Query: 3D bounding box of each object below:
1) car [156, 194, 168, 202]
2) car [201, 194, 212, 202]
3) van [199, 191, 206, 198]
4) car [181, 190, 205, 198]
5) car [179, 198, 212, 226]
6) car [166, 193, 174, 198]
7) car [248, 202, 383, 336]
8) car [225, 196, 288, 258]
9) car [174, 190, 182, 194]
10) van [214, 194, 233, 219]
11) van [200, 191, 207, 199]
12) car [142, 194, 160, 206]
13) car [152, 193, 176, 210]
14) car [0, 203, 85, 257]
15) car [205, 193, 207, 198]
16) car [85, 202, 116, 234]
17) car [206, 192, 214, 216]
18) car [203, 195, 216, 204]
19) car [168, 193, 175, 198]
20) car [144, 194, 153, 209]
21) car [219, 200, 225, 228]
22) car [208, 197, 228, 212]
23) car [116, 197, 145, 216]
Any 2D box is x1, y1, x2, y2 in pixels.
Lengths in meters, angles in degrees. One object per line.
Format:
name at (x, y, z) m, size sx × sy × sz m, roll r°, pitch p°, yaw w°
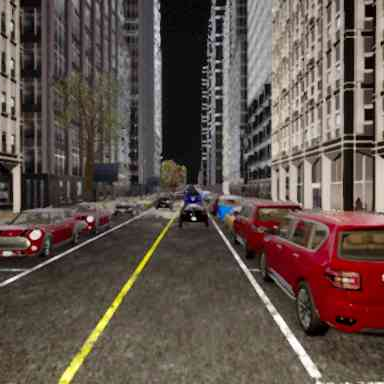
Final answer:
car at (-5.661, 1.093, 63.538) m, size 1.947 × 1.339 × 4.313 m, roll 0°, pitch 0°, yaw 0°
car at (2.720, 1.072, 63.532) m, size 1.887 × 1.381 × 4.507 m, roll 0°, pitch 0°, yaw 0°
van at (2.731, 0.670, 86.324) m, size 1.690 × 1.788 × 3.998 m, roll 0°, pitch 1°, yaw 0°
car at (0.118, 0.934, 40.713) m, size 2.150 × 2.045 × 5.566 m, roll 0°, pitch 0°, yaw 0°
car at (0.110, 1.376, 21.847) m, size 1.812 × 1.442 × 4.674 m, roll 0°, pitch 1°, yaw 0°
car at (-5.650, 0.874, 86.331) m, size 1.887 × 1.381 × 4.507 m, roll 0°, pitch 0°, yaw 0°
car at (2.689, 1.271, 6.547) m, size 2.192 × 1.841 × 5.009 m, roll 0°, pitch 0°, yaw 0°
car at (2.692, 1.232, 12.245) m, size 2.192 × 1.841 × 5.009 m, roll 0°, pitch 0°, yaw 0°
car at (-2.963, 0.313, 78.240) m, size 2.150 × 2.045 × 5.566 m, roll 0°, pitch 0°, yaw 0°
van at (2.698, 1.179, 23.641) m, size 1.690 × 1.788 × 3.998 m, roll 0°, pitch 0°, yaw 0°
van at (2.728, 0.720, 80.625) m, size 1.690 × 1.788 × 3.998 m, roll 0°, pitch 1°, yaw 0°
car at (-5.671, 1.109, 46.444) m, size 1.967 × 1.590 × 4.097 m, roll 0°, pitch 0°, yaw 0°
car at (-3.077, 1.241, 37.642) m, size 1.837 × 1.490 × 4.892 m, roll 0°, pitch 0°, yaw 0°
car at (-5.688, 1.358, 12.253) m, size 1.967 × 1.590 × 4.097 m, roll 0°, pitch 0°, yaw 0°
car at (2.711, 1.219, 46.439) m, size 2.008 × 1.369 × 4.403 m, roll 0°, pitch 0°, yaw 0°
car at (-5.685, 1.318, 17.951) m, size 1.967 × 1.590 × 4.097 m, roll 0°, pitch 0°, yaw 0°
car at (2.701, 1.112, 29.340) m, size 2.192 × 1.841 × 5.009 m, roll 0°, pitch 0°, yaw 0°
car at (2.714, 1.204, 52.137) m, size 1.802 × 1.307 × 4.206 m, roll 0°, pitch 0°, yaw 0°
car at (-5.647, 0.861, 92.030) m, size 1.802 × 1.307 × 4.206 m, roll 0°, pitch 1°, yaw 0°
car at (-5.673, 1.239, 40.574) m, size 1.752 × 1.417 × 4.829 m, roll 0°, pitch 0°, yaw 0°
car at (2.696, 1.402, 18.115) m, size 1.752 × 1.417 × 4.829 m, roll 0°, pitch 0°, yaw 0°
car at (2.705, 1.280, 35.210) m, size 1.752 × 1.417 × 4.829 m, roll 0°, pitch 0°, yaw 0°
car at (-5.679, 1.348, 29.349) m, size 2.008 × 1.369 × 4.403 m, roll 0°, pitch 0°, yaw 0°
